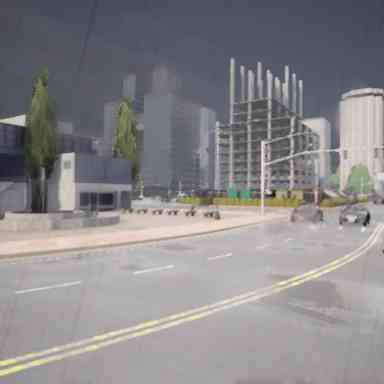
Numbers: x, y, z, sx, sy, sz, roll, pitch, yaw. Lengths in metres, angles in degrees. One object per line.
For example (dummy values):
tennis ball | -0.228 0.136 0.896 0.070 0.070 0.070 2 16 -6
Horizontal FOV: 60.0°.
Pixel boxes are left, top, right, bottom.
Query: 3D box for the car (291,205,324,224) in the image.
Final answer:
car | 9.539 1.766 27.316 1.812 1.442 4.674 0 -1 32

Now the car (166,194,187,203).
car | -3.680 1.874 80.035 1.970 1.475 3.806 0 0 34

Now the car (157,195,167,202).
car | -6.080 1.628 81.654 1.905 1.878 3.866 0 0 34

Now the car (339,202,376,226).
car | 12.562 1.744 25.548 2.128 1.511 4.902 0 -1 32

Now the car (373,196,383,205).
car | 45.824 2.058 81.317 2.150 2.045 5.566 0 0 34
